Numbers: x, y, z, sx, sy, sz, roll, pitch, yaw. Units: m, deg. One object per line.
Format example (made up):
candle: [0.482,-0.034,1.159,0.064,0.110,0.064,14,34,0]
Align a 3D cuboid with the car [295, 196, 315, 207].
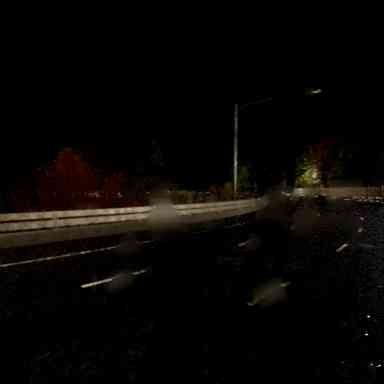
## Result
car: [15.744,1.340,46.863,1.837,1.490,4.892,1,0,13]

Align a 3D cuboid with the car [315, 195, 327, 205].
car: [21.367,1.333,55.839,1.837,1.490,4.892,1,-1,11]

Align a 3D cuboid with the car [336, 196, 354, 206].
car: [24.381,1.377,53.022,2.128,1.511,4.902,1,0,11]
